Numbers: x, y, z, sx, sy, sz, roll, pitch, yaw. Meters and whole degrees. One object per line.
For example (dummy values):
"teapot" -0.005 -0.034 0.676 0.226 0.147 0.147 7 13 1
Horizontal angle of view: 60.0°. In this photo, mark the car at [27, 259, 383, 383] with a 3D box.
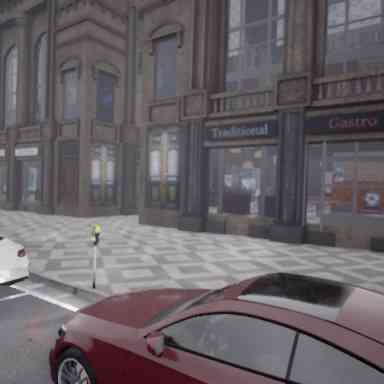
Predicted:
"car" 0.679 1.497 2.953 4.674 1.442 1.812 2 1 36

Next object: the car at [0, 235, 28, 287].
"car" -5.569 1.301 7.093 4.674 1.442 1.812 2 1 25
